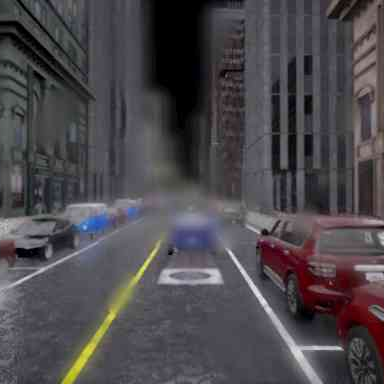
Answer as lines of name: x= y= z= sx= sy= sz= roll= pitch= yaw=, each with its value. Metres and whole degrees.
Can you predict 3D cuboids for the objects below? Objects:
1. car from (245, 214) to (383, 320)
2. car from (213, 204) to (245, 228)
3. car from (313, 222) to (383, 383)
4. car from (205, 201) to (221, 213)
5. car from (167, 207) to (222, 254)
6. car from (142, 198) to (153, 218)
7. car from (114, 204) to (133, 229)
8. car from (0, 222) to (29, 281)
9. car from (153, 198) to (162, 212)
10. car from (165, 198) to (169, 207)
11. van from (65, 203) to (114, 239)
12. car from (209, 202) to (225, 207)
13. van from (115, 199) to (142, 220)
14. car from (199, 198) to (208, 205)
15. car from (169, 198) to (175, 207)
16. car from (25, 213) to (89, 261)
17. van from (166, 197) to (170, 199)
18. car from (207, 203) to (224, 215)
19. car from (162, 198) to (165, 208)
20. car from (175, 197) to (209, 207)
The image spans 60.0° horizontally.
car: x=2.766 y=1.392 z=7.424 sx=2.192 sy=1.841 sz=5.009 roll=0 pitch=-1 yaw=0
car: x=2.771 y=1.799 z=23.743 sx=2.008 sy=1.369 sz=4.403 roll=0 pitch=-1 yaw=0
car: x=2.764 y=1.337 z=1.984 sx=2.192 sy=1.841 sz=5.009 roll=0 pitch=-1 yaw=0
car: x=2.778 y=2.021 z=45.505 sx=1.887 sy=1.381 sz=4.507 roll=0 pitch=-1 yaw=0
car: x=0.034 y=1.626 z=14.245 sx=1.882 sy=1.535 sz=5.008 roll=0 pitch=0 yaw=1
car: x=-5.751 y=1.677 z=34.624 sx=2.192 sy=1.841 sz=5.009 roll=0 pitch=-1 yaw=0
car: x=-5.754 y=1.793 z=23.739 sx=1.887 sy=1.381 sz=4.507 roll=0 pitch=-1 yaw=0
car: x=-5.759 y=1.622 z=7.416 sx=1.887 sy=1.381 sz=4.507 roll=0 pitch=-1 yaw=0
car: x=-5.747 y=1.792 z=45.505 sx=2.192 sy=1.841 sz=5.009 roll=0 pitch=-1 yaw=0
car: x=-5.743 y=2.252 z=61.823 sx=1.802 sy=1.307 sz=4.206 roll=0 pitch=-1 yaw=0
van: x=-5.756 y=1.532 z=18.301 sx=1.690 sy=1.788 sz=3.998 roll=0 pitch=-1 yaw=0
car: x=2.775 y=1.802 z=34.625 sx=1.967 sy=1.590 sz=4.097 roll=0 pitch=-1 yaw=0
van: x=-5.752 y=1.646 z=29.182 sx=1.690 sy=1.788 sz=3.998 roll=0 pitch=-1 yaw=0
car: x=2.788 y=2.315 z=78.146 sx=1.967 sy=1.590 sz=4.097 roll=0 pitch=-1 yaw=0
car: x=-2.990 y=2.314 z=65.329 sx=1.895 sy=1.301 sz=4.718 roll=0 pitch=-1 yaw=0
car: x=-5.758 y=1.700 z=12.857 sx=1.947 sy=1.339 sz=4.313 roll=0 pitch=-1 yaw=0
van: x=-5.742 y=2.080 z=67.267 sx=1.690 sy=1.788 sz=3.998 roll=0 pitch=-1 yaw=0
car: x=2.777 y=2.001 z=40.064 sx=1.802 sy=1.307 sz=4.206 roll=0 pitch=-1 yaw=0
car: x=-5.746 y=1.977 z=50.945 sx=1.967 sy=1.590 sz=4.097 roll=0 pitch=-1 yaw=0
car: x=0.020 y=1.513 z=27.580 sx=2.150 sy=2.045 sz=5.566 roll=0 pitch=0 yaw=0
